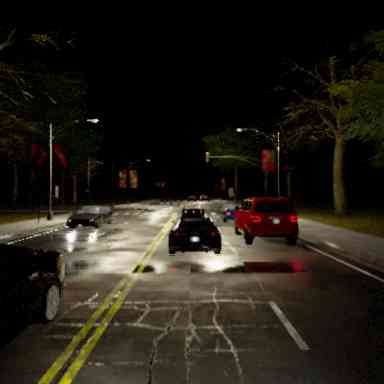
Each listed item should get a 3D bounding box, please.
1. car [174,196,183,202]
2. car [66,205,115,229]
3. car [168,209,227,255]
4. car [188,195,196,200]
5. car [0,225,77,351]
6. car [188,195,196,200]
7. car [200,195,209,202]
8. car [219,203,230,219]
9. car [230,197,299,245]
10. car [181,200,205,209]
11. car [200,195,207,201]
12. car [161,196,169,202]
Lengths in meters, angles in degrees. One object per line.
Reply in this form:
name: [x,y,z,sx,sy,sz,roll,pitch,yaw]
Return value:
car: [-3.252,1.686,80.590,1.837,1.490,4.892,0,0,0]
car: [-6.585,1.589,22.237,2.033,1.411,5.357,0,0,0]
car: [0.101,1.589,13.401,1.994,1.385,4.181,0,0,0]
car: [-0.002,1.666,94.302,1.994,1.385,4.181,0,0,0]
car: [-3.351,1.485,4.331,1.882,1.535,5.008,0,0,0]
car: [-0.002,1.793,83.499,1.895,1.301,4.718,0,0,0]
car: [3.248,1.751,83.470,1.994,1.385,4.181,0,0,0]
car: [3.250,1.598,26.545,2.033,1.411,5.357,0,0,0]
car: [3.350,1.251,15.870,2.150,2.045,5.566,0,0,0]
car: [0.092,1.657,29.068,1.895,1.301,4.718,0,0,0]
car: [3.248,1.591,94.302,1.882,1.535,5.008,0,0,0]
car: [-6.502,1.686,80.590,1.837,1.490,4.892,0,0,0]
